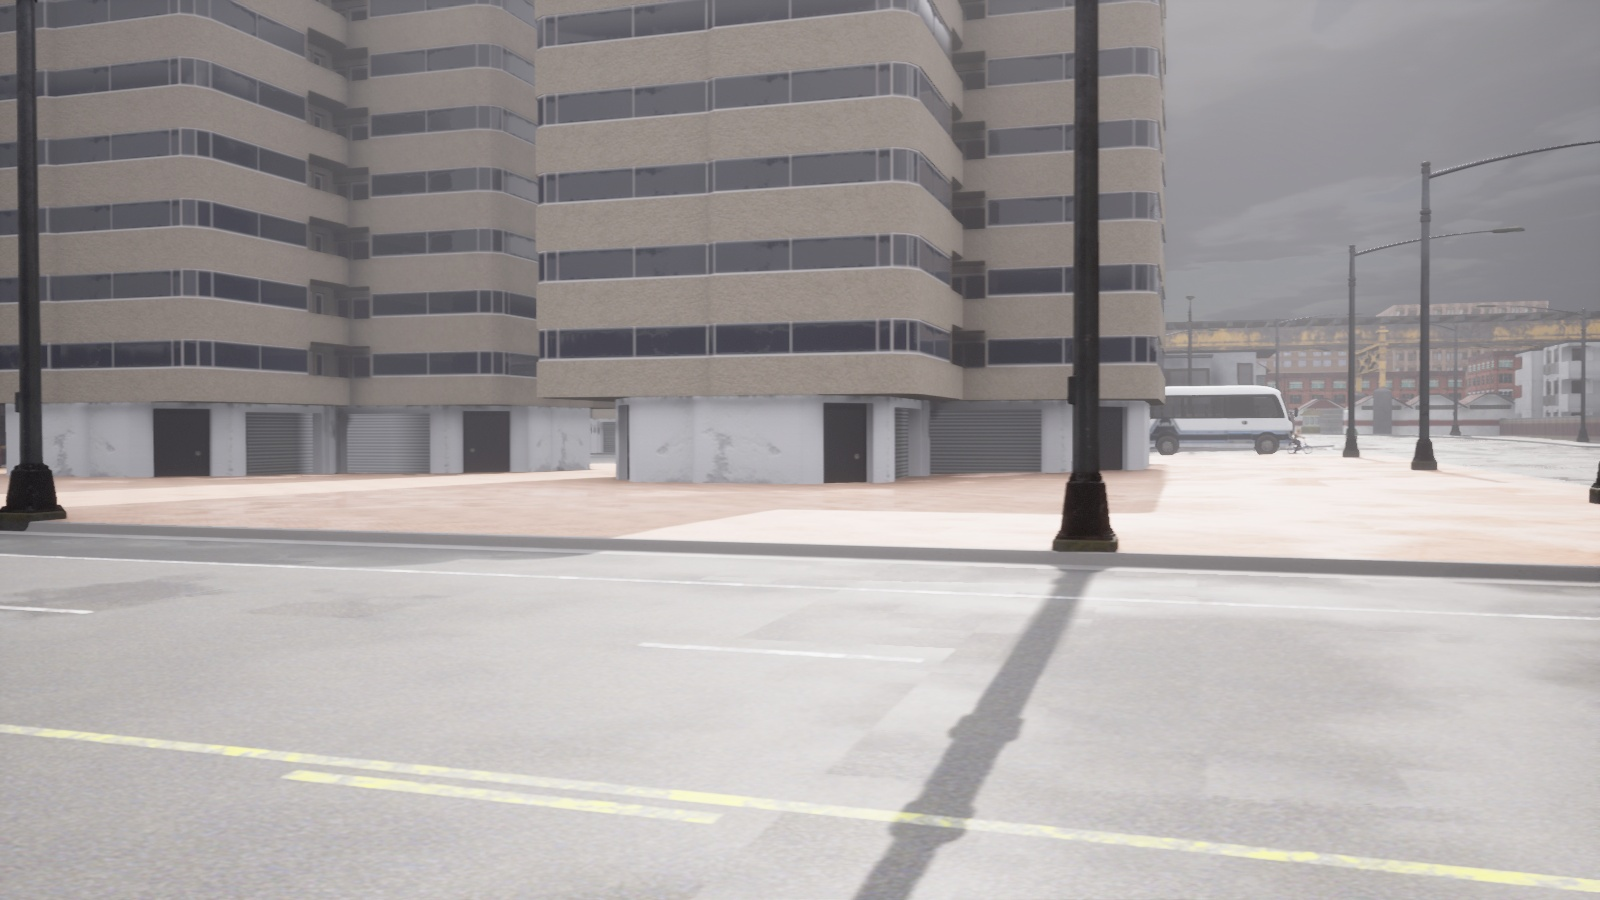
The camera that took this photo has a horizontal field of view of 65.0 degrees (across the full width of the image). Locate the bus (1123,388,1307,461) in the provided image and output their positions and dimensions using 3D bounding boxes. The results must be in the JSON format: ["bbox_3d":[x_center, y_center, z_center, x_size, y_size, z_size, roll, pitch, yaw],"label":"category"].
[{"bbox_3d":[25.023,-1.569,76.186,10.273,4.253,3.944,1,1,17],"label":"bus"}]
